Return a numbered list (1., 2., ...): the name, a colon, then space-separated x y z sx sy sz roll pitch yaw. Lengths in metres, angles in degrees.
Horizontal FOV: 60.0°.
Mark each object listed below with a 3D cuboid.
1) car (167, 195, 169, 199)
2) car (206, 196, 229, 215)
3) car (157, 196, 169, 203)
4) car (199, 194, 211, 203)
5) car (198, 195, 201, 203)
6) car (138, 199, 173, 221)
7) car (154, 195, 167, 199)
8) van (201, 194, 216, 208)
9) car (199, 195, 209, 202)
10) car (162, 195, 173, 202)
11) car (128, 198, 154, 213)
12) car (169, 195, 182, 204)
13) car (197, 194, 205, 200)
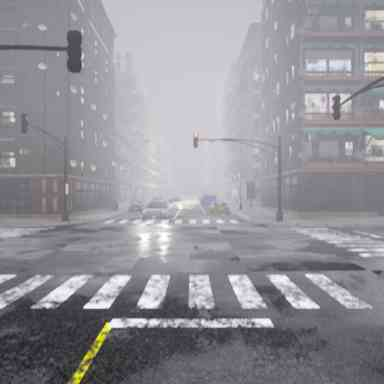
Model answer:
1. car: -5.430 1.372 57.185 1.752 1.417 4.829 1 0 0
2. car: 2.633 1.430 32.286 1.752 1.417 4.829 1 0 0
3. car: -5.443 1.416 63.013 1.802 1.307 4.206 1 0 0
4. car: 2.439 1.275 63.085 1.967 1.590 4.097 1 0 0
5. car: 2.464 1.173 51.772 2.192 1.841 5.009 1 0 0
6. car: -2.808 1.521 26.604 1.895 1.301 4.718 0 0 0
7. car: -5.419 1.440 51.697 1.802 1.307 4.206 1 0 0
8. van: 2.509 1.212 46.119 1.690 1.788 3.998 1 0 0
9. car: 2.425 1.374 68.741 2.008 1.369 4.403 1 0 0
10. car: -5.467 1.364 74.329 2.008 1.369 4.403 1 0 0
11. car: -5.511 1.449 34.724 2.008 1.369 4.403 1 0 0
12. car: -2.878 1.283 59.280 1.994 1.385 4.181 0 0 0
13. car: 2.389 1.340 85.709 1.887 1.381 4.507 1 0 0
